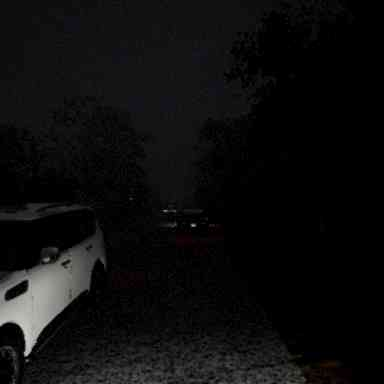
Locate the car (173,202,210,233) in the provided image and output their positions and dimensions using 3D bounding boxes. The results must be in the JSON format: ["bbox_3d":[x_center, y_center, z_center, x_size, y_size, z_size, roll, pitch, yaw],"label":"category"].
[{"bbox_3d":[0.062,1.549,19.651,1.812,1.442,4.674,0,0,0],"label":"car"}]

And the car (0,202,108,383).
[{"bbox_3d":[-2.857,1.221,4.909,2.150,2.045,5.566,0,0,0],"label":"car"}]

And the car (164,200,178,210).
[{"bbox_3d":[-3.021,1.868,48.718,2.128,1.511,4.902,0,-1,0],"label":"car"}]
